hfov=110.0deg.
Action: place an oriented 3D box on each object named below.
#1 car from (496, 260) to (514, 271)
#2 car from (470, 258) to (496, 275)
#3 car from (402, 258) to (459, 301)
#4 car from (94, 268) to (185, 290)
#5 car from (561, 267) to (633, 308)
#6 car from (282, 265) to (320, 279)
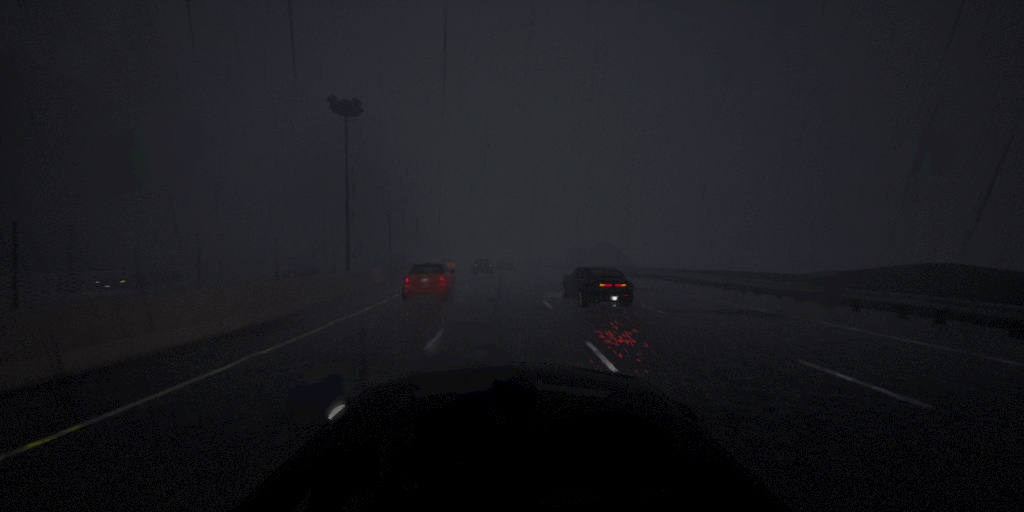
[{"bbox_3d":[-1.080,1.182,45.136,1.994,1.385,4.181,-1,0,-14],"label":"car"},{"bbox_3d":[-3.367,1.022,38.644,2.097,1.767,4.553,-1,0,-11],"label":"car"},{"bbox_3d":[-3.966,1.099,17.764,2.097,1.767,4.553,-1,0,-5],"label":"car"},{"bbox_3d":[-26.200,1.558,25.548,2.033,1.411,5.357,-1,0,-8],"label":"car"},{"bbox_3d":[3.315,1.168,14.652,1.837,1.490,4.892,0,0,-4],"label":"car"},{"bbox_3d":[-20.654,1.506,35.253,1.895,1.301,4.718,-1,0,-10],"label":"car"}]
